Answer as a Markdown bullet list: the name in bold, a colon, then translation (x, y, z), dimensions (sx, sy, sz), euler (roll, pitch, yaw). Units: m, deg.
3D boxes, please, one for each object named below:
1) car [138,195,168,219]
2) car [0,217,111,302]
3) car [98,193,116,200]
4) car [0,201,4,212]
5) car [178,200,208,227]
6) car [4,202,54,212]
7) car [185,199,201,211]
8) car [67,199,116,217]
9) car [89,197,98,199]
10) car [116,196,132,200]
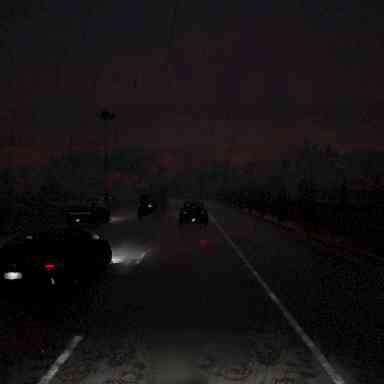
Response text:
- **car**: translation (-3.407, 1.239, 29.671), dimensions (2.150, 2.045, 5.566), euler (0, 0, 0)
- **car**: translation (-3.402, 1.569, 8.352), dimensions (1.994, 1.385, 4.181), euler (0, 0, 0)
- **car**: translation (-17.516, 1.333, 70.633), dimensions (2.150, 2.045, 5.566), euler (0, 0, 0)
- **car**: translation (-17.603, 1.542, 29.395), dimensions (1.812, 1.442, 4.674), euler (0, 0, 0)
- **car**: translation (0.094, 1.504, 22.824), dimensions (2.128, 1.511, 4.902), euler (0, 0, 0)
- **car**: translation (-14.106, 1.564, 29.830), dimensions (2.033, 1.411, 5.357), euler (0, 0, 0)
- **car**: translation (0.090, 1.633, 42.540), dimensions (1.895, 1.301, 4.718), euler (0, 0, 0)
- **car**: translation (-6.906, 1.504, 22.585), dimensions (2.128, 1.511, 4.902), euler (0, 0, 0)
- **car**: translation (-21.016, 1.703, 70.631), dimensions (1.895, 1.301, 4.718), euler (0, 0, 0)
- **car**: translation (-14.016, 1.634, 70.662), dimensions (2.128, 1.511, 4.902), euler (0, 0, 0)
